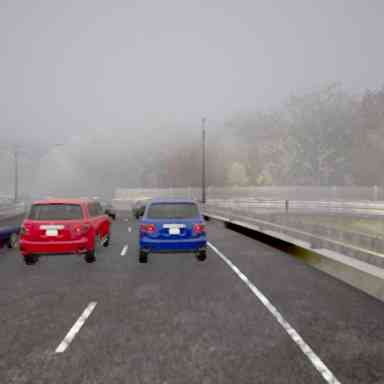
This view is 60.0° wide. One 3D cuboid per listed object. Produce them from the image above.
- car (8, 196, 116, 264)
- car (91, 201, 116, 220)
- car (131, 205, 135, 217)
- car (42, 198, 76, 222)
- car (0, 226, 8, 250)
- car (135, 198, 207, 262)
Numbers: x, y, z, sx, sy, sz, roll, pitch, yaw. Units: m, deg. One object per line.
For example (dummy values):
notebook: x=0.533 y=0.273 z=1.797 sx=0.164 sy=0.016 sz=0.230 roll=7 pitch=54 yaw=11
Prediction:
car: x=-4.315 y=1.240 z=12.161 sx=2.150 sy=2.045 sz=5.566 roll=0 pitch=0 yaw=-7
car: x=-7.777 y=1.595 z=29.309 sx=1.994 sy=1.385 sz=4.181 roll=0 pitch=0 yaw=-15
car: x=-4.195 y=1.525 z=29.454 sx=1.837 sy=1.490 sz=4.892 roll=0 pitch=0 yaw=-15
car: x=-10.969 y=1.393 z=27.711 sx=2.097 sy=1.767 sz=4.553 roll=0 pitch=0 yaw=-15
car: x=-7.787 y=1.630 z=11.645 sx=1.895 sy=1.301 sz=4.718 roll=0 pitch=0 yaw=-7
car: x=-0.826 y=1.227 z=12.390 sx=2.150 sy=2.045 sz=5.566 roll=0 pitch=0 yaw=-7
